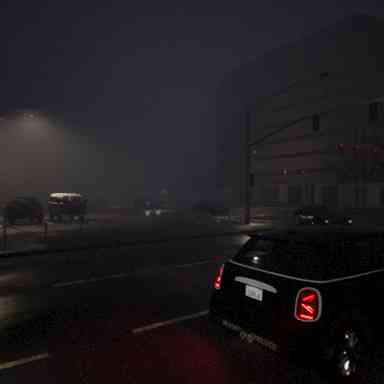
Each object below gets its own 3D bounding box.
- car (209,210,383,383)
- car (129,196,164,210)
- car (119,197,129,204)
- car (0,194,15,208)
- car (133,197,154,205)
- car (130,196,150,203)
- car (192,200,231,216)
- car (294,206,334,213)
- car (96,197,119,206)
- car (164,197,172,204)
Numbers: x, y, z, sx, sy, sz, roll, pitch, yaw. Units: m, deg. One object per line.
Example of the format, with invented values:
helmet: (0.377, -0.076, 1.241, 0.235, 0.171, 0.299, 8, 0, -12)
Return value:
car: (2.554, 1.352, 5.625, 4.553, 1.767, 2.097, 0, 0, -35)
car: (-6.079, 1.407, 44.346, 2.097, 1.767, 4.553, 0, 0, -35)
car: (-14.023, 1.618, 67.943, 1.994, 1.385, 4.181, 0, 0, -35)
car: (-31.779, 1.209, 56.421, 1.932, 1.855, 4.605, 0, 0, -35)
car: (-8.966, 1.581, 60.823, 1.812, 1.442, 4.674, 0, 0, -36)
car: (-10.986, 1.600, 69.677, 2.033, 1.411, 5.357, 0, 0, -35)
car: (1.851, 1.580, 33.181, 1.812, 1.442, 4.674, 0, 0, -35)
car: (8.103, 1.573, 21.196, 2.033, 1.411, 5.357, 0, 0, -3)
car: (-14.940, 1.547, 56.923, 2.128, 1.511, 4.902, 0, 0, -35)
car: (-5.472, 1.580, 61.948, 1.812, 1.442, 4.674, 0, 0, -35)
